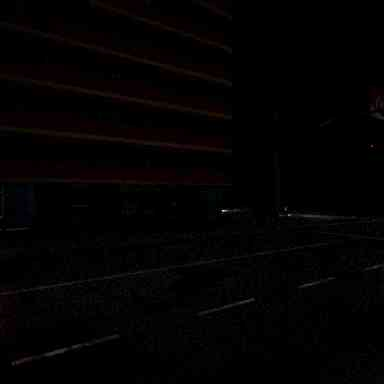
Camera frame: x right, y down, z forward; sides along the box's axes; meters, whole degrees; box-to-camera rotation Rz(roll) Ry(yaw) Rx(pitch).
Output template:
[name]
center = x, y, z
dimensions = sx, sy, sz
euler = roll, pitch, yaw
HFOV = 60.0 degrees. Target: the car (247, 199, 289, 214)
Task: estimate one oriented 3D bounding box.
[car]
center = 8.037, 1.491, 35.549
dimensions = 2.128, 1.511, 4.902
euler = 0, 0, -36
